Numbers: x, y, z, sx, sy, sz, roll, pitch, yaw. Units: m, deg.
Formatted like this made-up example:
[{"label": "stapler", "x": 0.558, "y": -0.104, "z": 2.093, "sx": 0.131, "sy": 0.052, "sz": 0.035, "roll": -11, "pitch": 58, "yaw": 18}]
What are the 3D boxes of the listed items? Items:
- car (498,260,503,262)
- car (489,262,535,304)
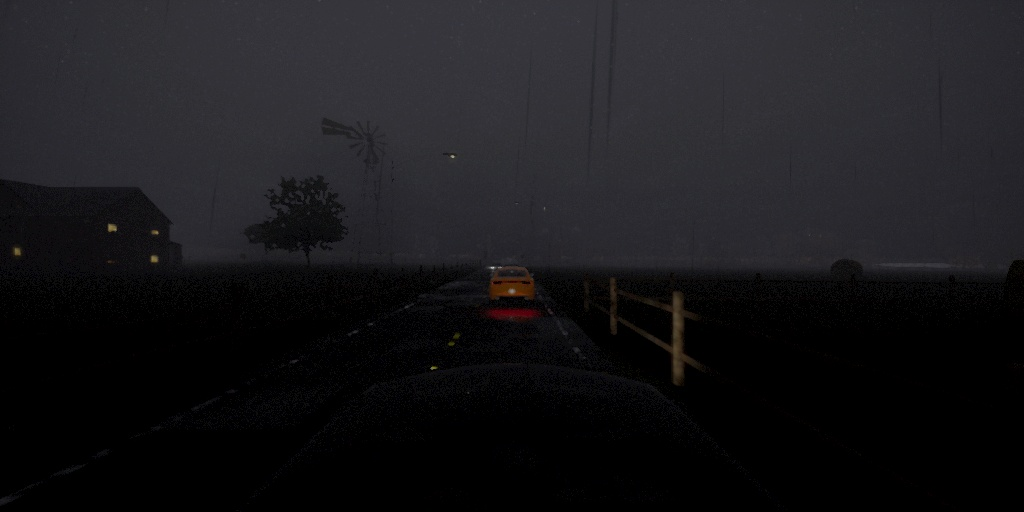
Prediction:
[{"label": "car", "x": 0.000, "y": 1.317, "z": 31.501, "sx": 2.033, "sy": 1.411, "sz": 5.357, "roll": 0, "pitch": 0, "yaw": 0}, {"label": "car", "x": 0.000, "y": 1.236, "z": 16.500, "sx": 1.882, "sy": 1.535, "sz": 5.008, "roll": 0, "pitch": 0, "yaw": 0}]
